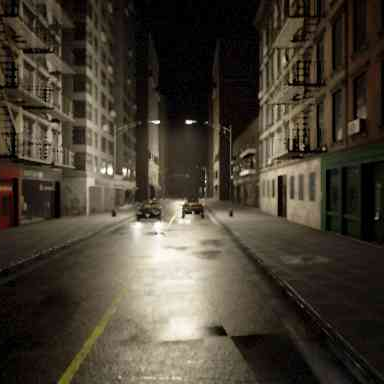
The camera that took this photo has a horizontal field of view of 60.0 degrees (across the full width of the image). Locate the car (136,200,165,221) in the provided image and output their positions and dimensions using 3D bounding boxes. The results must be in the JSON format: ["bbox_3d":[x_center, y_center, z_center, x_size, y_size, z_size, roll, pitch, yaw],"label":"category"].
[{"bbox_3d":[-3.112,1.388,25.655,1.837,1.490,4.892,0,0,0],"label":"car"}]

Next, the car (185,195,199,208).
[{"bbox_3d":[0.038,1.267,45.205,1.882,1.535,5.008,0,0,1],"label":"car"}]

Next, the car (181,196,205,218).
[{"bbox_3d":[0.082,1.374,28.868,1.837,1.490,4.892,0,1,0],"label":"car"}]
